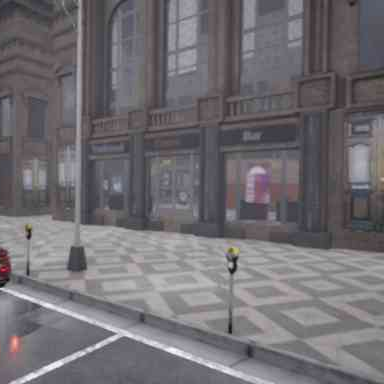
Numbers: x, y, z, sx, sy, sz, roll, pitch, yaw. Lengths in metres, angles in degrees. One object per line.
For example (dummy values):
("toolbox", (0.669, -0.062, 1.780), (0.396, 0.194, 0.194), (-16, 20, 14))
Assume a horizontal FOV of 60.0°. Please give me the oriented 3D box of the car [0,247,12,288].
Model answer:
("car", (-5.946, 1.469, 7.682), (4.674, 1.442, 1.812), (0, 0, 36))
